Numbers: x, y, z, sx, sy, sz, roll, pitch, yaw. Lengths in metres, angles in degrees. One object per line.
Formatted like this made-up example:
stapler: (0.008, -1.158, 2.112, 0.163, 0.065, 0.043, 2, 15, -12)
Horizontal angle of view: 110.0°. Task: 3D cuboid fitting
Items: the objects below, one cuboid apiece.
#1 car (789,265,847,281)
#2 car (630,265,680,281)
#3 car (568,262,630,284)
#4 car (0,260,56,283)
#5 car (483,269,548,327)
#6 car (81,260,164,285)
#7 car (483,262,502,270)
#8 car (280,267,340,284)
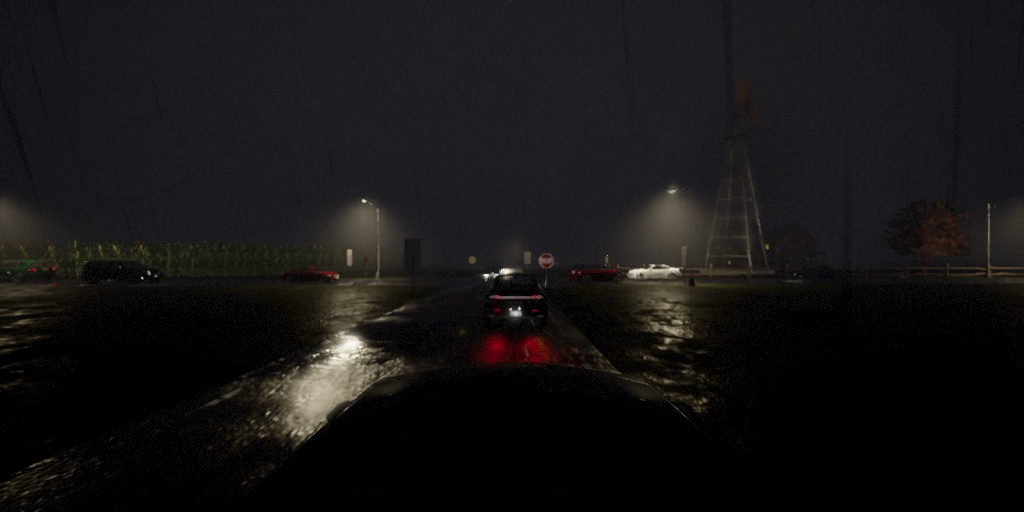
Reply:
car: (27.901, 1.500, 32.771, 4.181, 1.385, 1.994, 0, 0, 2)
car: (13.109, 1.517, 33.223, 4.674, 1.442, 1.812, -1, 0, 0)
car: (7.060, 1.377, 30.012, 4.553, 1.767, 2.097, 0, 1, -20)
car: (-46.604, 1.430, 33.689, 5.566, 2.045, 2.150, 0, 0, -1)
car: (0.113, 1.345, 12.007, 2.128, 1.511, 4.902, 0, 0, 0)
car: (-33.458, 1.390, 30.892, 5.566, 2.045, 2.150, 0, 0, 0)
car: (-2.774, 1.765, 48.691, 1.994, 1.385, 4.181, 0, -1, 0)
car: (-17.322, 1.637, 30.851, 4.674, 1.442, 1.812, 0, 0, 0)
